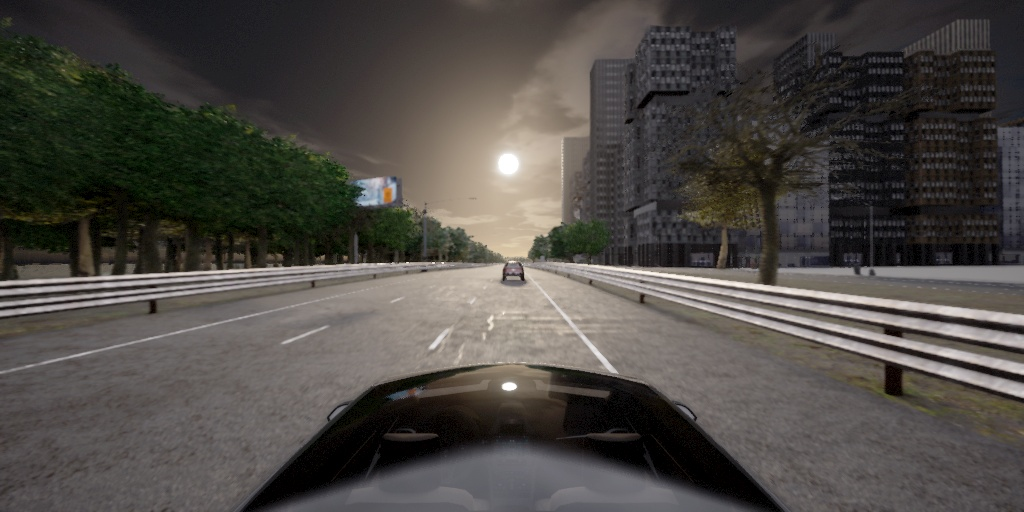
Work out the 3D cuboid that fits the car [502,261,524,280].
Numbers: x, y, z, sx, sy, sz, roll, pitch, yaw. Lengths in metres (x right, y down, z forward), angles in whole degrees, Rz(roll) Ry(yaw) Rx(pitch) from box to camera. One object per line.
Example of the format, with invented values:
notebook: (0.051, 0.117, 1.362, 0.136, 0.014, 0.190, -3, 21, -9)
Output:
car: (0.118, 1.260, 32.545, 2.033, 1.649, 4.856, 0, 0, 0)
